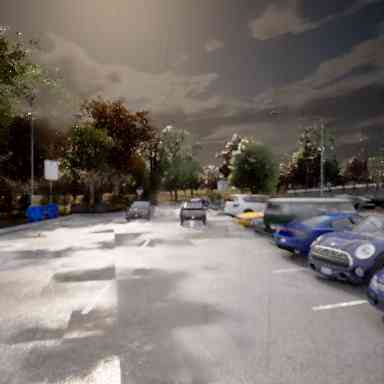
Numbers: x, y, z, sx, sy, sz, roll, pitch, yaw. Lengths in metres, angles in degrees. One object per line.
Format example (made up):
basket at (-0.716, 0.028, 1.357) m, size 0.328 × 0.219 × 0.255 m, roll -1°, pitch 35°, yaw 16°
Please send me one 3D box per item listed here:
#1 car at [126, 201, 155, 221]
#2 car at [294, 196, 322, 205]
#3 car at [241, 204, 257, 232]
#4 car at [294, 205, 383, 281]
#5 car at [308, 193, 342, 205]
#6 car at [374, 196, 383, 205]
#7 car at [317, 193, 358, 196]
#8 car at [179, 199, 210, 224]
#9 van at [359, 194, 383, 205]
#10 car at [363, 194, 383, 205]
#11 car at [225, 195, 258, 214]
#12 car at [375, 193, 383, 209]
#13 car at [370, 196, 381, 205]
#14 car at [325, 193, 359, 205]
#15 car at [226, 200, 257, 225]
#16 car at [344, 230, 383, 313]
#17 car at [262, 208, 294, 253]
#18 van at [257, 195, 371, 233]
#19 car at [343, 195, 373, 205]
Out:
car at (-4.121, 1.514, 27.105) m, size 1.837 × 1.490 × 4.892 m, roll 0°, pitch 0°, yaw 1°
car at (20.894, 1.556, 60.019) m, size 2.163 × 1.488 × 4.792 m, roll 0°, pitch -1°, yaw -21°
car at (5.367, 1.531, 17.915) m, size 4.674 × 1.452 × 2.002 m, roll 1°, pitch 0°, yaw -20°
car at (5.400, 1.361, 8.910) m, size 4.553 × 1.767 × 2.185 m, roll 1°, pitch 0°, yaw -20°
car at (23.917, 1.277, 60.105) m, size 2.435 × 2.045 × 5.566 m, roll 0°, pitch -1°, yaw -21°
car at (36.022, 1.534, 60.409) m, size 2.231 × 1.521 × 4.892 m, roll 1°, pitch -1°, yaw -22°
car at (18.314, 1.261, 42.956) m, size 2.435 × 2.045 × 5.566 m, roll 0°, pitch 1°, yaw -21°
car at (0.067, 1.499, 24.819) m, size 2.128 × 1.511 × 4.902 m, roll 0°, pitch 0°, yaw 0°
van at (32.953, 1.308, 60.431) m, size 1.878 × 1.987 × 4.442 m, roll 0°, pitch -1°, yaw -22°
car at (24.194, 1.263, 43.157) m, size 2.435 × 2.045 × 5.566 m, roll -1°, pitch 1°, yaw -22°
car at (5.365, 1.244, 26.950) m, size 5.566 × 2.045 × 2.435 m, roll 1°, pitch 0°, yaw -20°
car at (27.153, 1.265, 43.234) m, size 2.435 × 2.045 × 5.566 m, roll -1°, pitch 1°, yaw -22°
car at (21.229, 1.543, 43.074) m, size 2.163 × 1.488 × 4.792 m, roll -1°, pitch 1°, yaw -22°
car at (26.977, 1.277, 60.145) m, size 2.435 × 2.045 × 5.566 m, roll 1°, pitch -1°, yaw -22°
car at (5.182, 1.487, 20.857) m, size 5.366 × 1.575 × 1.946 m, roll 1°, pitch 0°, yaw -20°
car at (5.365, 1.526, 5.901) m, size 4.674 × 1.452 × 2.002 m, roll 1°, pitch 0°, yaw -20°
car at (5.359, 1.488, 11.913) m, size 5.008 × 1.535 × 2.097 m, roll 1°, pitch 0°, yaw -20°
van at (5.477, 1.265, 14.958) m, size 4.442 × 1.987 × 1.878 m, roll 1°, pitch 0°, yaw -20°
car at (29.973, 1.405, 60.276) m, size 2.185 × 1.767 × 4.553 m, roll 1°, pitch -1°, yaw -22°
